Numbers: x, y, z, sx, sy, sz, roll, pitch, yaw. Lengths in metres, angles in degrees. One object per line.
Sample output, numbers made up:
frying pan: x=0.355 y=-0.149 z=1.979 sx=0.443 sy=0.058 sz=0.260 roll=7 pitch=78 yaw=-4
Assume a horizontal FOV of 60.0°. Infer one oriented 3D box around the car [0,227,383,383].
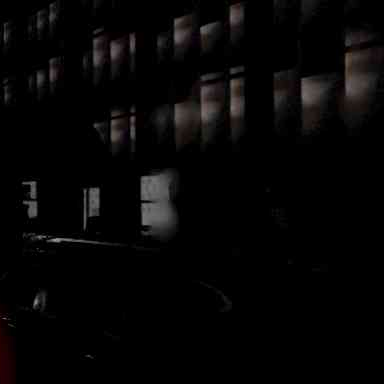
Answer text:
car: x=-0.811 y=1.314 z=3.463 sx=5.009 sy=1.841 sz=2.192 roll=0 pitch=0 yaw=35
